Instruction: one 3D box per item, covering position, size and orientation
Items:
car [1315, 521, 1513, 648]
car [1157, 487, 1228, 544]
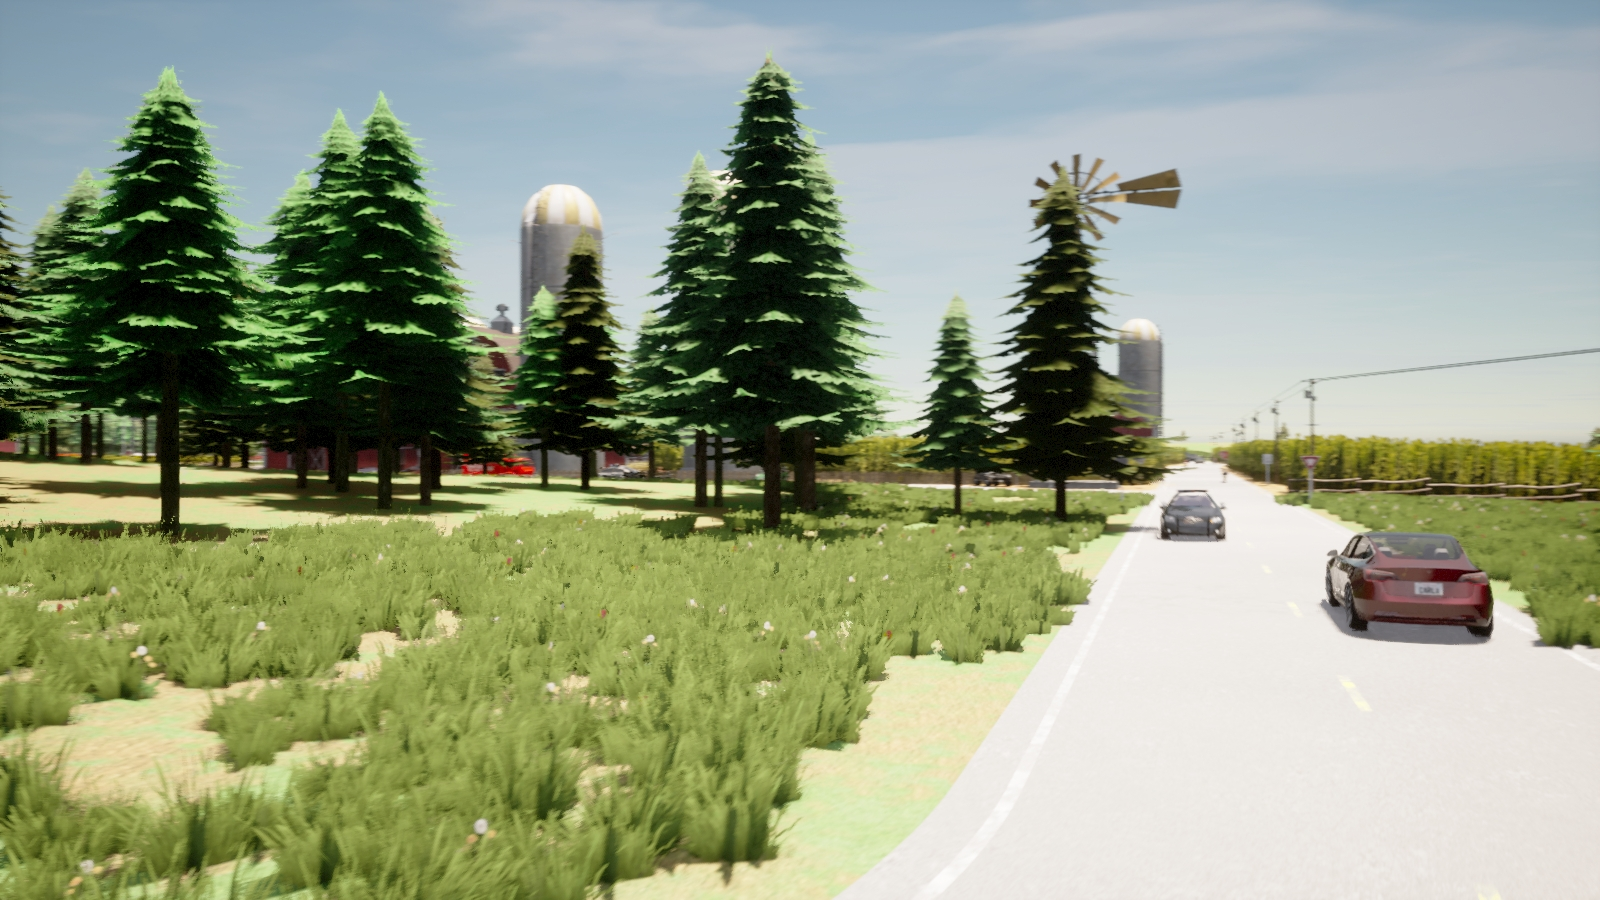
[{"bbox_3d":[9.916,2.076,18.872,2.163,1.488,4.792,0,0,19],"label":"car"},{"bbox_3d":[12.690,2.067,37.015,2.038,1.542,4.974,0,0,19],"label":"car"}]
